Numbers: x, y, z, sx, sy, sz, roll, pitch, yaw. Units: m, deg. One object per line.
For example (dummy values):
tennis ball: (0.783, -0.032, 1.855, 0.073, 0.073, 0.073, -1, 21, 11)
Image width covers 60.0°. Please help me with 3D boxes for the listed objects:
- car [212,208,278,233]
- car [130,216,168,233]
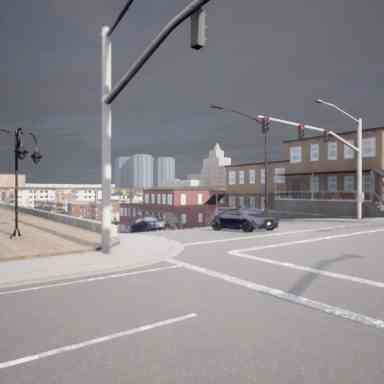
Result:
car: (3.066, 1.658, 19.945, 1.994, 1.385, 4.181, 0, -3, -36)
car: (-3.948, 2.886, 29.500, 1.812, 1.442, 4.674, 0, -10, -36)
